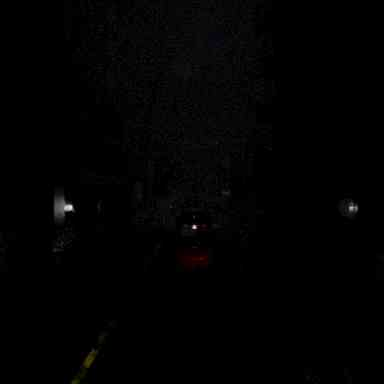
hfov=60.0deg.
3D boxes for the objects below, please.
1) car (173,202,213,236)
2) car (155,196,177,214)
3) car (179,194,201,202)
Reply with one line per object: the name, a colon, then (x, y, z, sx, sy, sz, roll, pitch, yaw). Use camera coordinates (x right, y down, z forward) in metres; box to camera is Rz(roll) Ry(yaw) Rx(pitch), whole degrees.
car: (0.105, 1.492, 18.350, 1.837, 1.490, 4.892, 0, -1, 0)
car: (-2.745, 1.489, 35.048, 1.812, 1.442, 4.674, 0, 0, 0)
car: (0.123, 1.321, 31.619, 2.097, 1.767, 4.553, 0, 0, 1)
